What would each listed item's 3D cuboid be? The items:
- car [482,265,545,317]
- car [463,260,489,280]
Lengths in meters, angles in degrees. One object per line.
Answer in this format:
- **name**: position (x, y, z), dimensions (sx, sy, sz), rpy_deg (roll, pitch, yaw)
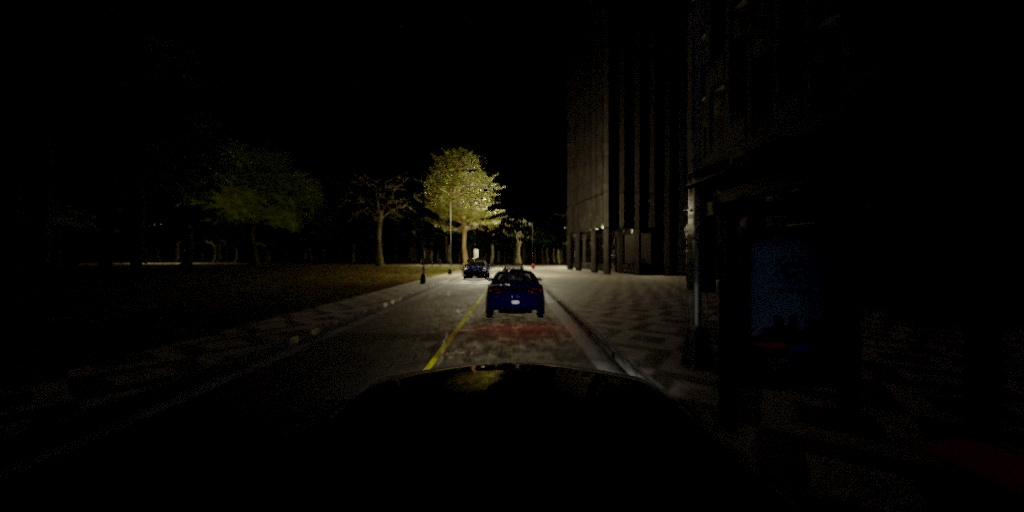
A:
- **car**: position (0.103, 1.241, 13.289), dimensions (1.882, 1.535, 5.008), rpy_deg (0, 0, 0)
- **car**: position (-3.090, 1.128, 31.846), dimensions (2.097, 1.767, 4.553), rpy_deg (0, 0, 0)
